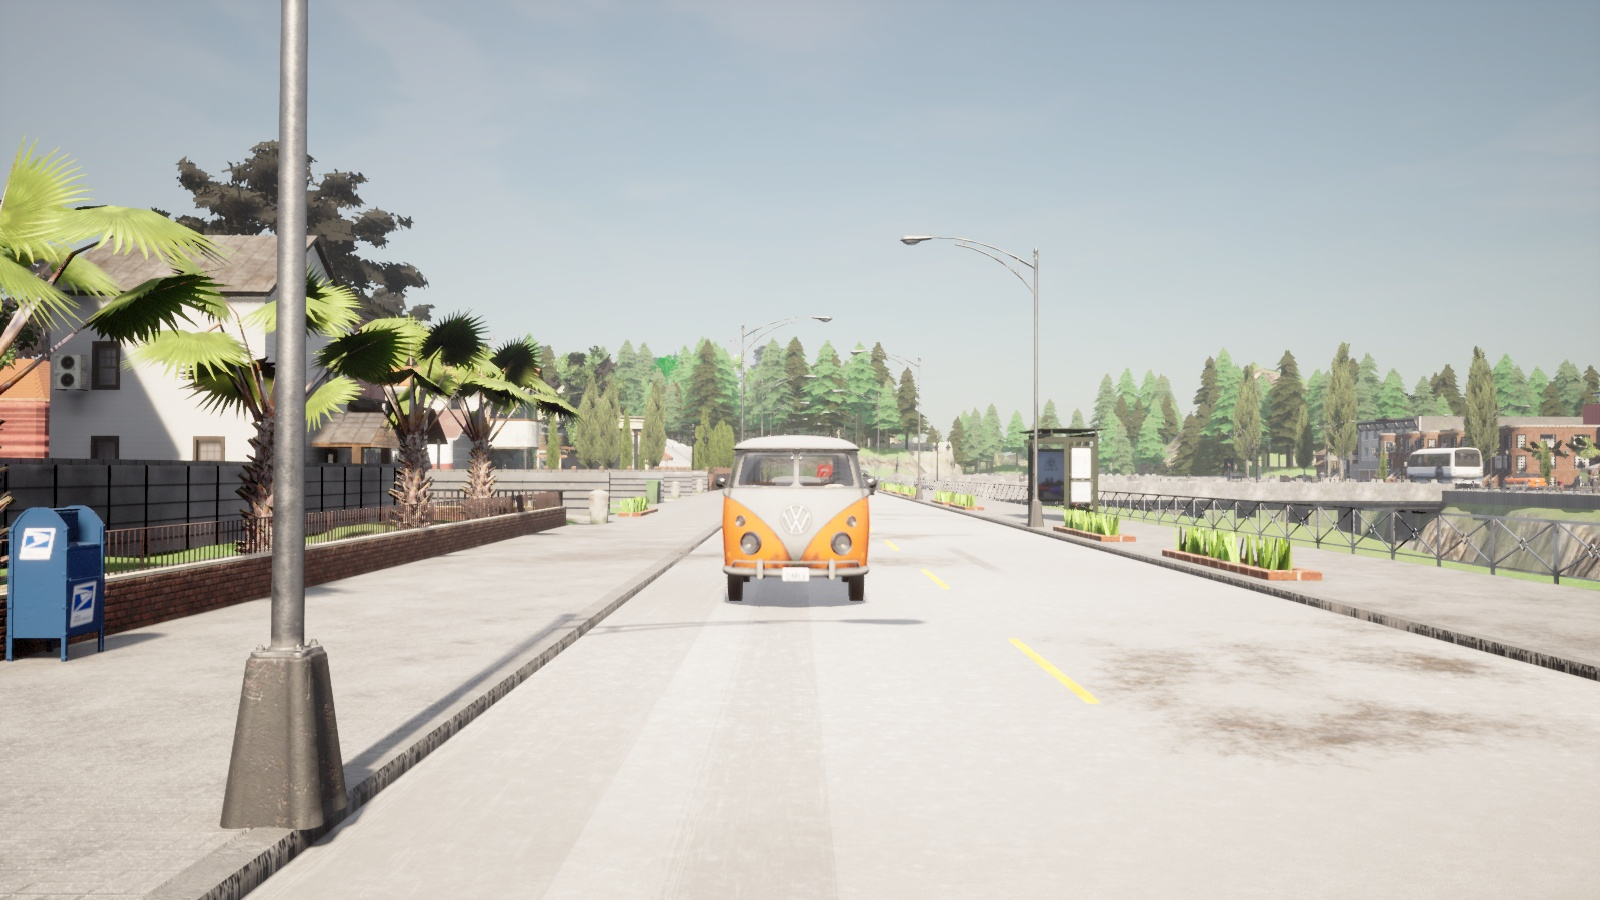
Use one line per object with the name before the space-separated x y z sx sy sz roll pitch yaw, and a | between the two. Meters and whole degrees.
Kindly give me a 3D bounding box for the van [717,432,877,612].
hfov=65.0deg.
van | -0.043 0.839 16.202 1.775 1.987 4.442 0 -1 0
